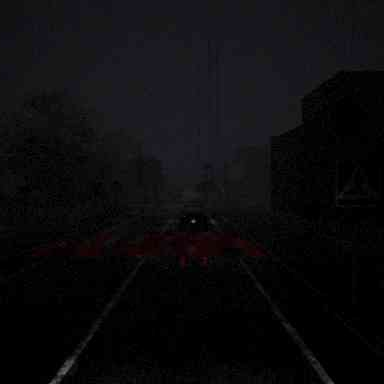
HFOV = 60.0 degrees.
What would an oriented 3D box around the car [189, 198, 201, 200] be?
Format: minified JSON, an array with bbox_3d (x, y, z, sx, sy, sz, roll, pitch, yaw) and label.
[{"bbox_3d":[0.321,1.454,37.804,2.128,1.511,4.902,0,0,2],"label":"car"}]

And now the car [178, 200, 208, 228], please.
[{"bbox_3d":[0.085,1.528,21.869,1.812,1.442,4.674,0,0,0],"label":"car"}]
